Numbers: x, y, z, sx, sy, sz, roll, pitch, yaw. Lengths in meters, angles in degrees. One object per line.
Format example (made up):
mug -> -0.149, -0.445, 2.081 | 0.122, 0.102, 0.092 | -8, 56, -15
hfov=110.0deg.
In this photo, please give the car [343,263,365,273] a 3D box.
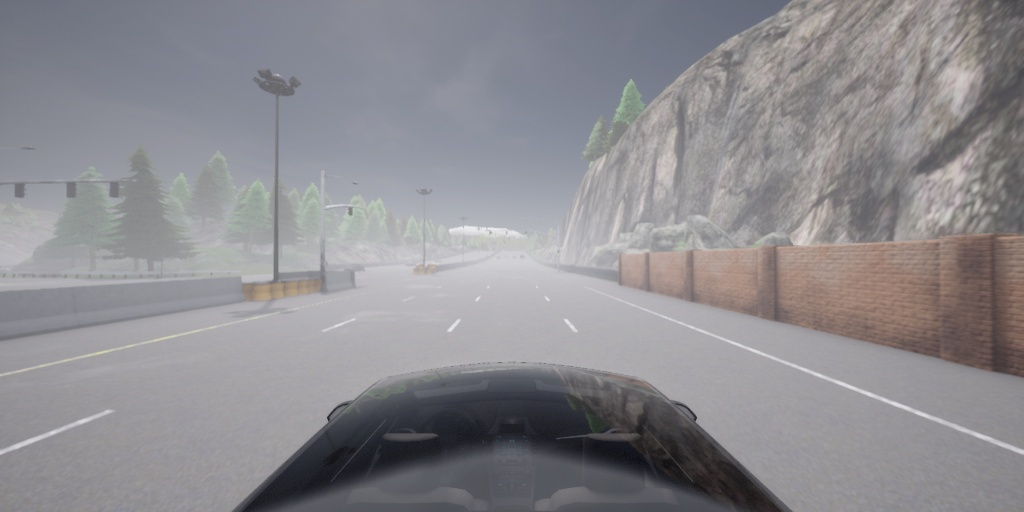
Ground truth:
car -> -24.407, 1.864, 55.560 | 1.837, 1.490, 4.892 | 0, 1, 0
